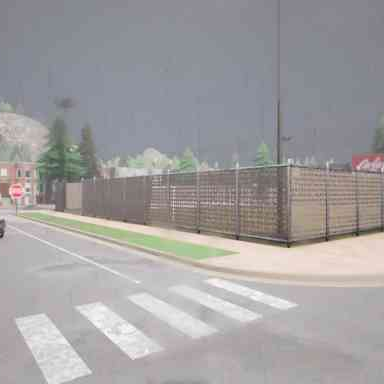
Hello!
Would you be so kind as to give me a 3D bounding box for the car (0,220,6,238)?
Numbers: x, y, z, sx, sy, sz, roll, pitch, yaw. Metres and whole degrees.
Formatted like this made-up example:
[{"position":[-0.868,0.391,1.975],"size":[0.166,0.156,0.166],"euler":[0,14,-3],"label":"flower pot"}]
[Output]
[{"position":[-9.370,1.586,14.383],"size":[1.895,1.301,4.718],"euler":[0,0,-22],"label":"car"}]
